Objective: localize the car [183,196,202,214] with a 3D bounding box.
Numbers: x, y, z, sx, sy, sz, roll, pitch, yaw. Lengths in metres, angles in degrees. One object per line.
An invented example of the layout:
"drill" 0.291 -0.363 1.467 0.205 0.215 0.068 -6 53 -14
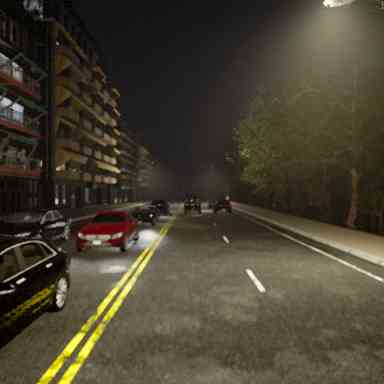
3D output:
"car" 0.085 1.522 36.426 2.128 1.511 4.902 0 0 0

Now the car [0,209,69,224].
"car" -6.606 1.492 13.846 2.128 1.511 4.902 0 0 0

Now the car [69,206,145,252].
"car" -3.353 1.531 14.079 1.812 1.442 4.674 0 0 0

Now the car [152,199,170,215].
"car" -3.295 1.527 33.889 1.837 1.490 4.892 0 0 2

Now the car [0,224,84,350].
"car" -3.351 1.503 4.890 1.837 1.490 4.892 0 0 0

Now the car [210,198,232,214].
"car" 3.235 1.539 36.020 1.837 1.490 4.892 0 0 0

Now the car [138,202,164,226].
"car" -3.350 1.614 23.723 1.895 1.301 4.718 0 0 0

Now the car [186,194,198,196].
"car" -0.011 1.265 47.158 2.150 2.045 5.566 0 0 0

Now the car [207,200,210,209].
"car" 3.240 1.594 47.203 2.033 1.411 5.357 0 0 0
